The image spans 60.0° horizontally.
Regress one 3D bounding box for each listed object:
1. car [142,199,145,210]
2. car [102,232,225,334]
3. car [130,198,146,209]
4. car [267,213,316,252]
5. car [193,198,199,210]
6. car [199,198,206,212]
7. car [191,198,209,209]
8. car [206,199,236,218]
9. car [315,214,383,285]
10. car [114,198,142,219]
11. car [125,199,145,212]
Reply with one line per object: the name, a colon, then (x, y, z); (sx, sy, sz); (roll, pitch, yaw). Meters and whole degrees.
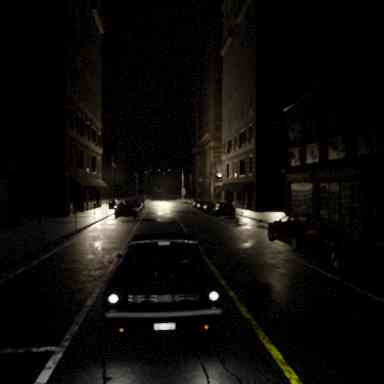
car: (-6.259, 1.561, 34.754); (1.947, 1.339, 4.313); (-1, 0, -6)
car: (-0.584, 1.598, 6.921); (1.895, 1.301, 4.718); (0, 0, -5)
car: (-7.394, 1.541, 45.706); (1.887, 1.381, 4.507); (-1, 0, -6)
car: (4.489, 1.540, 13.729); (1.887, 1.381, 4.507); (-1, 0, -6)
car: (1.653, 1.540, 41.108); (1.887, 1.381, 4.507); (-1, 0, -6)
car: (2.220, 1.539, 35.632); (1.887, 1.381, 4.507); (-1, 0, -6)
car: (1.086, 1.541, 46.585); (1.887, 1.381, 4.507); (-1, 0, -6)
car: (2.788, 1.560, 30.157); (1.947, 1.339, 4.313); (-1, 0, -6)
car: (5.055, 1.437, 8.253); (1.967, 1.590, 4.097); (-1, 0, -6)
car: (-5.693, 1.435, 29.278); (1.967, 1.590, 4.097); (-1, 0, -6)
car: (-6.826, 1.547, 40.230); (2.008, 1.369, 4.403); (-1, 0, -6)
